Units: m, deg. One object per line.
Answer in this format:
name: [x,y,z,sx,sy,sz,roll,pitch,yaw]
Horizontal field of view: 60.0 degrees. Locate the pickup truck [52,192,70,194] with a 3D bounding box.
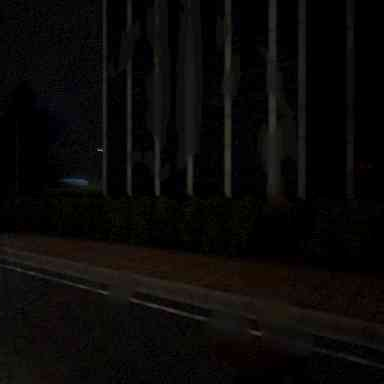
pickup truck: [-26.724,0.983,69.777,6.274,2.098,2.390,0,0,-24]
